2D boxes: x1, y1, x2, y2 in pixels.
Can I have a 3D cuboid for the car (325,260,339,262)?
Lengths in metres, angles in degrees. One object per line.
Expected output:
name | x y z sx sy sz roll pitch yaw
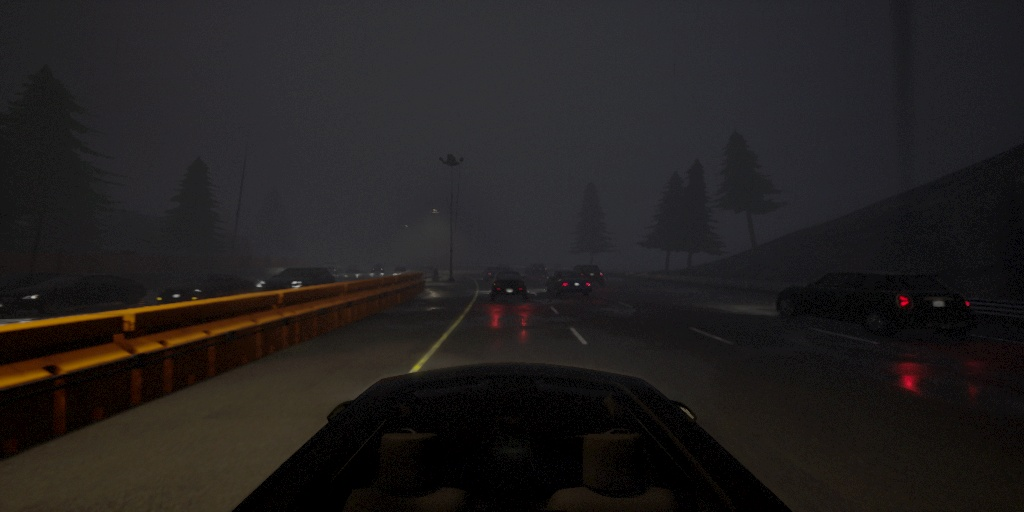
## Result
car | -28.644 1.729 56.787 2.150 2.045 5.566 0 -1 -18

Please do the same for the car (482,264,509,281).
car | -1.909 1.770 36.185 2.033 1.411 5.357 0 -1 -9

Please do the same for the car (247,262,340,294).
car | -10.914 1.332 18.502 2.097 1.767 4.553 0 -1 -3

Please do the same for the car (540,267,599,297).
car | 3.223 1.565 21.263 2.033 1.411 5.357 0 -1 -4

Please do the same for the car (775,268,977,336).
car | 10.520 1.228 10.988 2.097 1.767 4.553 0 -1 -1

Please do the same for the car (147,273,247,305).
car | -14.341 1.526 17.206 1.994 1.385 4.181 0 -1 -3

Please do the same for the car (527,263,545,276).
car | 3.096 1.724 47.168 2.097 1.767 4.553 0 -1 -12

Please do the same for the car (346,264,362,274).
car | -24.844 1.976 56.353 1.882 1.535 5.008 0 -1 -17

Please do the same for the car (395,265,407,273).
car | -18.612 2.148 59.916 1.895 1.301 4.718 0 -1 -18

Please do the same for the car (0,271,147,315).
car | -17.747 1.454 14.697 1.812 1.442 4.674 0 -1 -2

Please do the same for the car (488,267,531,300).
car | -0.230 1.519 19.503 1.812 1.442 4.674 0 -1 -3

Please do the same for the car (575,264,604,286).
car | 5.937 1.485 29.749 2.097 1.767 4.553 0 -1 -6

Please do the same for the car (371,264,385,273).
car | -22.024 2.038 59.034 1.837 1.490 4.892 0 -1 -18
